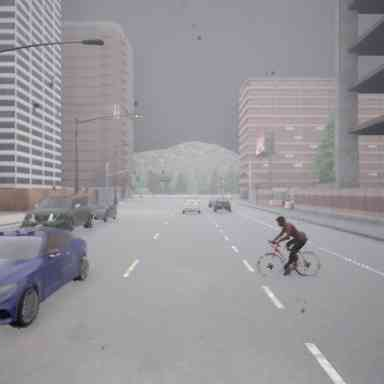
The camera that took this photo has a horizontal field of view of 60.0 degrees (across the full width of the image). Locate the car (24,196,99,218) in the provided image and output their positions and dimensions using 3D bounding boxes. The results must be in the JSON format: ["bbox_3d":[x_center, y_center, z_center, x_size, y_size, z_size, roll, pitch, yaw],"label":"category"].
[{"bbox_3d":[-7.170,1.223,18.501,2.150,2.045,5.566,0,0,0],"label":"car"}]

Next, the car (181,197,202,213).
[{"bbox_3d":[-0.053,1.526,36.260,1.812,1.442,4.674,0,0,0],"label":"car"}]

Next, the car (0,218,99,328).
[{"bbox_3d":[-3.617,1.526,7.119,1.812,1.442,4.674,0,0,0],"label":"car"}]

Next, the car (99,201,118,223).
[{"bbox_3d":[-7.107,1.504,25.895,2.128,1.511,4.902,0,0,0],"label":"car"}]

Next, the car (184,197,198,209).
[{"bbox_3d":[-0.106,1.478,47.394,1.882,1.535,5.008,0,0,0],"label":"car"}]

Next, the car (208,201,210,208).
[{"bbox_3d":[3.337,1.601,47.967,1.895,1.301,4.718,0,0,0],"label":"car"}]

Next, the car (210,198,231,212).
[{"bbox_3d":[3.416,1.505,38.445,1.837,1.490,4.892,0,0,0],"label":"car"}]

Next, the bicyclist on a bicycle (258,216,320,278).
[{"bbox_3d":[2.516,1.455,8.707,1.656,1.620,0.582,-2,0,0],"label":"bicyclist on a bicycle"}]
